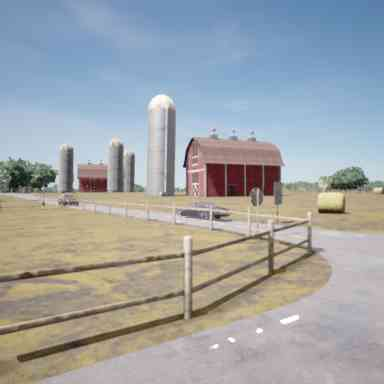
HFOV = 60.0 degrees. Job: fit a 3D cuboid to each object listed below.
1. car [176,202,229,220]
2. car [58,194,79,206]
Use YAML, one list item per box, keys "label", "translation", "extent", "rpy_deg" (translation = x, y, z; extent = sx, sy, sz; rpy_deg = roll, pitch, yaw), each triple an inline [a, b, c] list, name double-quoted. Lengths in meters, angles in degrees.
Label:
- label: "car"
  translation: [0.725, 1.546, 27.999]
  extent: [2.033, 1.411, 5.357]
  rpy_deg: [2, -1, -39]
- label: "car"
  translation: [-18.595, 1.090, 49.974]
  extent: [2.097, 1.767, 4.553]
  rpy_deg: [2, 0, -35]
